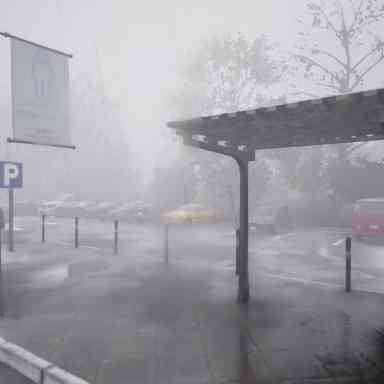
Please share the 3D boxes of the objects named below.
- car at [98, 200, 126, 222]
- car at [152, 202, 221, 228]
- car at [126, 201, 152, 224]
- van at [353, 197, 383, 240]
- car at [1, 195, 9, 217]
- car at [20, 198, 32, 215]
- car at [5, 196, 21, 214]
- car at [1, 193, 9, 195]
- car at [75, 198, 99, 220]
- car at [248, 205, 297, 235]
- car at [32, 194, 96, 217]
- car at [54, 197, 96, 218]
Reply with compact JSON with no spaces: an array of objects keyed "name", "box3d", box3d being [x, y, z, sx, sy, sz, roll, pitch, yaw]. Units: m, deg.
[{"name":"car","box3d":[-4.407,1.476,25.876,2.231,1.521,4.892,0,0,36]},{"name":"car","box3d":[-0.002,1.477,22.494,1.946,1.575,5.366,0,0,36]},{"name":"car","box3d":[-2.135,1.507,24.281,2.163,1.488,4.792,0,0,36]},{"name":"van","box3d":[9.209,1.265,16.287,1.878,1.987,4.442,0,0,36]},{"name":"car","box3d":[-17.858,1.449,35.702,1.946,1.575,5.366,0,0,36]},{"name":"car","box3d":[-13.448,1.466,32.318,2.231,1.521,4.892,0,0,36]},{"name":"car","box3d":[-15.709,1.459,33.933,2.097,1.535,5.008,0,0,36]},{"name":"car","box3d":[-24.759,1.159,40.369,2.435,2.045,5.566,0,0,36]},{"name":"car","box3d":[-6.666,1.472,27.488,2.097,1.535,5.008,0,0,36]},{"name":"car","box3d":[4.607,1.515,19.394,2.163,1.488,4.792,0,0,36]},{"name":"car","box3d":[-11.204,1.216,30.687,2.435,2.045,5.566,0,0,36]},{"name":"car","box3d":[-8.925,1.470,29.101,2.097,1.535,5.008,0,0,36]}]
